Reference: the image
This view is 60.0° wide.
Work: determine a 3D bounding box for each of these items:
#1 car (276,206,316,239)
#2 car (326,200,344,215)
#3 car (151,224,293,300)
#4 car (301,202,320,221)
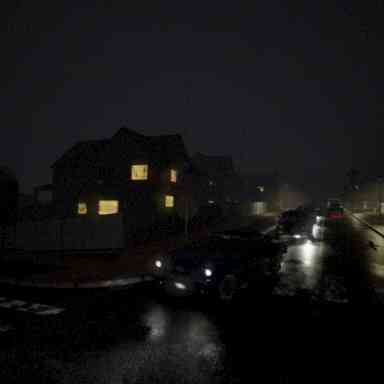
[{"bbox_3d":[6.201,1.813,19.880,1.882,1.535,5.008,0,-1,22],"label":"car"},{"bbox_3d":[19.490,2.248,45.172,1.837,1.490,4.892,0,-1,22],"label":"car"},{"bbox_3d":[1.030,1.822,9.412,1.895,1.301,4.718,0,1,36],"label":"car"},{"bbox_3d":[10.573,1.984,30.802,2.128,1.511,4.902,0,-1,22],"label":"car"}]
